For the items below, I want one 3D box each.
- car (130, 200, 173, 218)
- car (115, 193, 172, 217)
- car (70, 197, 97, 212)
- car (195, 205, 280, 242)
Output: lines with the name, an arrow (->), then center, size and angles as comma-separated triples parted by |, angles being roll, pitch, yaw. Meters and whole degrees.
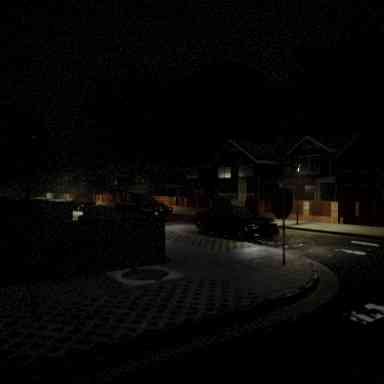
car -> -3.768, 1.483, 30.083 | 1.895, 1.301, 4.718 | 0, 0, -35
car -> -4.032, 1.116, 25.308 | 2.150, 2.045, 5.566 | 0, 1, -35
car -> -12.080, 1.310, 36.817 | 1.882, 1.535, 5.008 | 0, 0, -35
car -> 2.071, 1.424, 16.425 | 1.882, 1.535, 5.008 | 0, 0, -32
